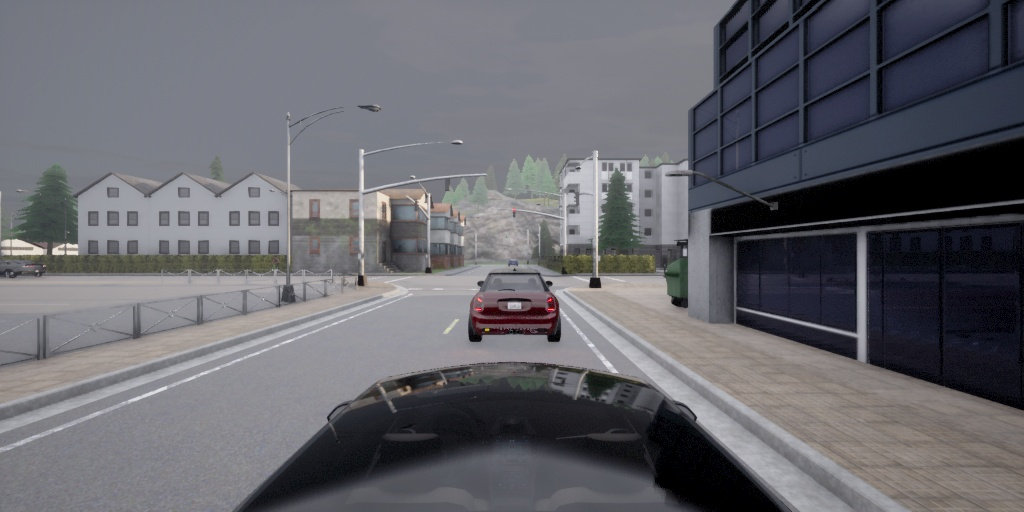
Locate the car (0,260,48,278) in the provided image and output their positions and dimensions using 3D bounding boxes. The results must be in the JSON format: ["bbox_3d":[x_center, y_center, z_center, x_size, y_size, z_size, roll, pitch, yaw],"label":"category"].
[{"bbox_3d":[-42.115,1.065,30.001,4.902,1.511,2.128,0,0,0],"label":"car"}]

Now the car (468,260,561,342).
[{"bbox_3d":[0.081,1.102,9.928,2.097,1.767,4.553,0,0,1],"label":"car"}]

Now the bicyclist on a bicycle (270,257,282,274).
[{"bbox_3d":[-22.226,0.874,33.761,0.582,1.620,1.656,0,0,0],"label":"bicyclist on a bicycle"}]
